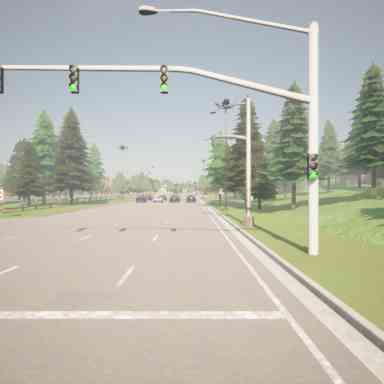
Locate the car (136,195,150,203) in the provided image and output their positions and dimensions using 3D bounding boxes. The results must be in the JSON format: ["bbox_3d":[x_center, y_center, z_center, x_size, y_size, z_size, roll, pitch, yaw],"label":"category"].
[{"bbox_3d":[-10.658,1.490,70.313,1.837,1.490,4.892,0,0,0],"label":"car"}]

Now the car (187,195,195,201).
[{"bbox_3d":[-0.182,1.383,80.757,1.994,1.385,4.181,0,0,0],"label":"car"}]

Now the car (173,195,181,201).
[{"bbox_3d":[-3.682,1.354,80.749,1.812,1.442,4.674,0,0,0],"label":"car"}]

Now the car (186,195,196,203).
[{"bbox_3d":[-0.159,1.344,70.690,2.097,1.767,4.553,0,0,0],"label":"car"}]

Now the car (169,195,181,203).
[{"bbox_3d":[-3.659,1.346,70.715,2.097,1.767,4.553,0,0,0],"label":"car"}]

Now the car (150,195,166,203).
[{"bbox_3d":[-7.159,1.586,70.768,1.895,1.301,4.718,0,0,0],"label":"car"}]
